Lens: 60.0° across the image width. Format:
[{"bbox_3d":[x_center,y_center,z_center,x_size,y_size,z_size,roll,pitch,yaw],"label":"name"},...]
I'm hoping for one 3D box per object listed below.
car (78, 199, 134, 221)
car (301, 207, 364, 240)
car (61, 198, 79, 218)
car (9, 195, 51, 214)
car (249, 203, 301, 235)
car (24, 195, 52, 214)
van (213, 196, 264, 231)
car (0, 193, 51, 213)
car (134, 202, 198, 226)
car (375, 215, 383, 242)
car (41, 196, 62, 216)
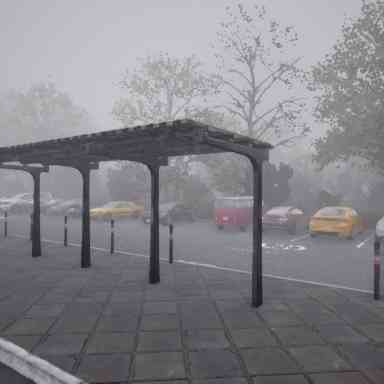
[{"bbox_3d":[-6.084,1.415,26.776,1.946,1.575,5.366,0,0,35],"label":"car"},{"bbox_3d":[7.602,1.502,17.285,2.097,1.535,5.008,0,0,35],"label":"car"},{"bbox_3d":[-8.223,1.433,28.557,2.163,1.488,4.792,0,0,35],"label":"car"},{"bbox_3d":[-15.028,1.362,33.356,2.097,1.535,5.008,0,0,35],"label":"car"},{"bbox_3d":[5.338,1.528,18.894,2.002,1.452,4.674,0,0,35],"label":"car"},{"bbox_3d":[-12.764,1.376,31.750,2.097,1.535,5.008,0,0,35],"label":"car"},{"bbox_3d":[3.146,1.247,20.596,1.878,1.987,4.442,0,0,35],"label":"van"},{"bbox_3d":[-17.310,1.097,34.934,2.435,2.045,5.566,0,0,35],"label":"car"},{"bbox_3d":[-1.466,1.475,23.690,2.163,1.488,4.792,0,0,35],"label":"car"},{"bbox_3d":[9.867,1.556,15.681,2.002,1.452,4.674,0,0,35],"label":"car"},{"bbox_3d":[-10.499,1.391,30.144,2.231,1.521,4.892,0,0,35],"label":"car"}]
